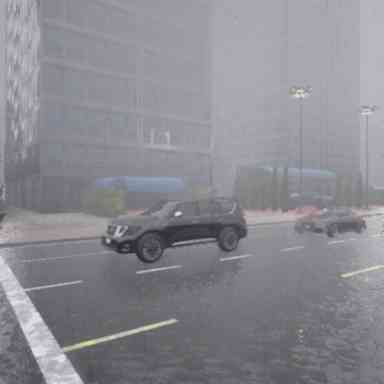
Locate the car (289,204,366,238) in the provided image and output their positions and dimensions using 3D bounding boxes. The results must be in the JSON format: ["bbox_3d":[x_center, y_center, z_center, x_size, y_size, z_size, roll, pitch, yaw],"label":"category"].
[{"bbox_3d":[7.384,1.531,17.715,4.181,1.385,1.994,0,0,-35],"label":"car"}]

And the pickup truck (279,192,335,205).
[{"bbox_3d":[12.788,0.993,37.409,6.274,2.098,2.390,0,0,-5],"label":"pickup truck"}]

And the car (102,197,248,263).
[{"bbox_3d":[-0.417,1.207,12.240,5.566,2.045,2.150,0,0,-35],"label":"car"}]
